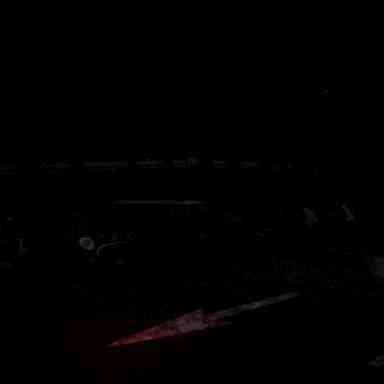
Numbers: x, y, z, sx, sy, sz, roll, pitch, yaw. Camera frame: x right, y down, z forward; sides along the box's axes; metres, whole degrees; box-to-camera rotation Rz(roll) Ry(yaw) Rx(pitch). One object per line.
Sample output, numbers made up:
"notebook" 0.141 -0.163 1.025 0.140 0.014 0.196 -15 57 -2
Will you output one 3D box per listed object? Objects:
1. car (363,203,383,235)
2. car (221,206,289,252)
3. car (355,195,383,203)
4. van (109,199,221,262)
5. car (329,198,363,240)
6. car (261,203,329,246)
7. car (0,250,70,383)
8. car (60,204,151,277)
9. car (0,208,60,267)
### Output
"car" 8.542 1.525 19.061 4.792 1.488 2.163 -1 -1 35
"car" 1.130 1.493 13.826 4.892 1.521 2.231 -1 -1 34
"car" 10.951 1.246 20.853 5.566 2.045 2.435 -1 0 34
"van" -1.428 1.266 12.130 4.442 1.987 1.878 -1 -1 34
"car" 6.077 1.369 17.308 4.553 1.767 2.185 -1 -1 34
"car" 3.615 1.368 15.543 4.553 1.767 2.185 -1 -1 35
"car" -3.850 1.600 3.083 4.718 1.301 1.895 0 0 -35
"car" -3.813 1.363 10.337 4.553 1.767 2.185 -1 -1 34
"car" -6.224 1.235 8.554 5.566 2.045 2.435 -1 -1 34
